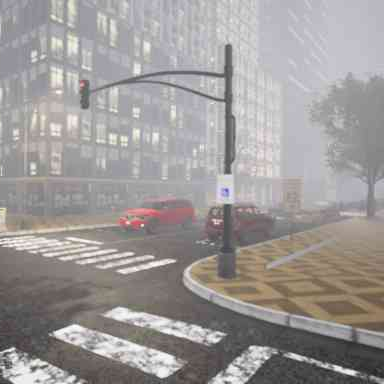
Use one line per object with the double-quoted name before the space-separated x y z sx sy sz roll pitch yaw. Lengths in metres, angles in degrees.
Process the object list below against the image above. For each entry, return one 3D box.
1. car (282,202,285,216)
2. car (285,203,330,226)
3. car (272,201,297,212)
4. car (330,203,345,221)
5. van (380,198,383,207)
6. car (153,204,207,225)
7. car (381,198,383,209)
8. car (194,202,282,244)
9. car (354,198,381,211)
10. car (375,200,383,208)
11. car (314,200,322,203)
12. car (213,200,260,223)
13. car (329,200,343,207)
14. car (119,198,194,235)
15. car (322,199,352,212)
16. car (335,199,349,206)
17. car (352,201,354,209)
"car" 10.018 1.946 37.337 1.994 1.385 4.181 1 0 38
"car" 9.405 1.889 26.825 1.752 1.417 4.829 0 0 37
"car" 12.626 1.989 45.265 1.947 1.339 4.313 0 0 37
"car" 12.659 1.992 31.222 1.802 1.307 4.206 0 0 37
"van" 39.501 2.120 67.494 1.690 1.788 3.998 0 0 37
"car" -0.891 1.756 27.000 1.752 1.417 4.829 0 0 37
"car" 32.791 2.004 58.426 2.192 1.841 5.009 0 0 37
"car" 2.595 1.580 17.622 2.192 1.841 5.009 0 0 37
"car" 26.081 1.913 49.359 2.192 1.841 5.009 0 0 37
"car" 36.145 2.279 62.959 1.887 1.381 4.507 0 0 37
"car" 22.586 2.085 58.725 1.752 1.417 4.829 0 0 37
"car" 4.021 1.649 29.264 2.097 1.767 4.553 1 0 37
"car" 29.395 2.234 67.925 1.802 1.307 4.206 0 0 37
"car" -1.998 1.431 21.144 2.150 2.045 5.566 1 0 37
"car" 19.775 2.062 45.189 2.033 1.411 5.357 1 0 37
"car" 32.748 2.248 72.457 2.008 1.369 4.403 0 0 37
"car" 25.946 2.125 53.511 1.812 1.442 4.674 1 0 36
